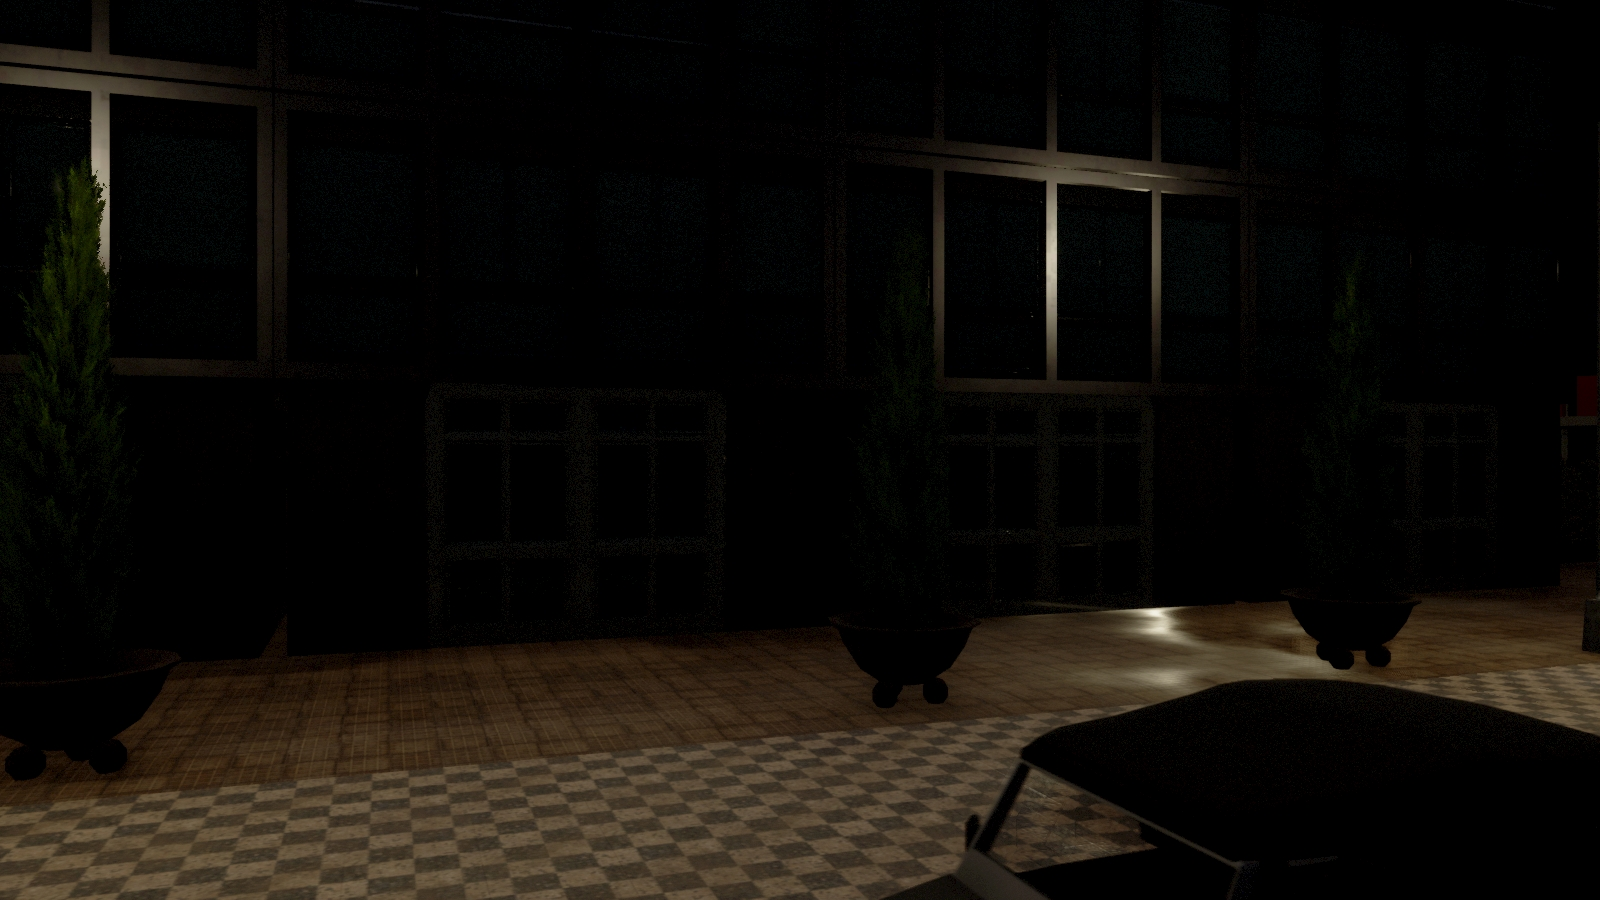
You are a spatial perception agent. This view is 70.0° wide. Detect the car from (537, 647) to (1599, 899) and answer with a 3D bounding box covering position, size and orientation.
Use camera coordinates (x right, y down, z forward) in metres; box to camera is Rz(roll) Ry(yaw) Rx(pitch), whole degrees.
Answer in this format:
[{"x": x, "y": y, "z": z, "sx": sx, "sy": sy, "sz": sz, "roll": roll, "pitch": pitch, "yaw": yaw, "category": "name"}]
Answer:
[{"x": 1.226, "y": 1.857, "z": 3.744, "sx": 3.866, "sy": 1.878, "sz": 1.905, "roll": 0, "pitch": 0, "yaw": -20, "category": "car"}]
